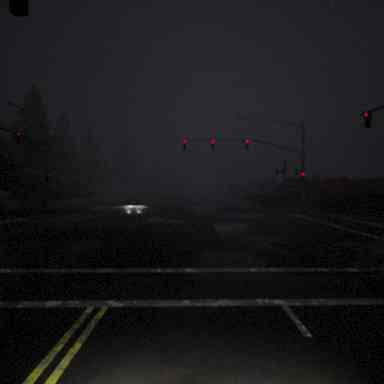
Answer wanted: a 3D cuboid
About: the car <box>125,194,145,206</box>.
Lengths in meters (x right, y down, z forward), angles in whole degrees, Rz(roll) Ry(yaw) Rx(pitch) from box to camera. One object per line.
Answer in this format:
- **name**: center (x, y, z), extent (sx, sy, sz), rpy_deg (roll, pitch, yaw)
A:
- **car**: center (-6.997, 0.945, 41.297), extent (1.994, 1.385, 4.181), rpy_deg (0, 1, 0)
